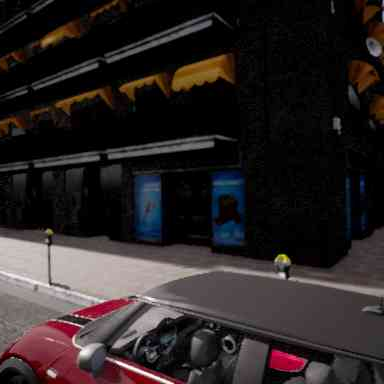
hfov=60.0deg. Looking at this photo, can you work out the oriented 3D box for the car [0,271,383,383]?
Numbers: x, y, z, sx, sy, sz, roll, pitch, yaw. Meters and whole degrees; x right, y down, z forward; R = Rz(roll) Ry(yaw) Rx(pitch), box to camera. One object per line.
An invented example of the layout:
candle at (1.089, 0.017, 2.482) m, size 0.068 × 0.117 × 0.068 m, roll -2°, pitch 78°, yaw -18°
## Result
car at (0.107, 1.443, 2.818) m, size 4.097 × 1.590 × 1.967 m, roll 0°, pitch -1°, yaw 36°
